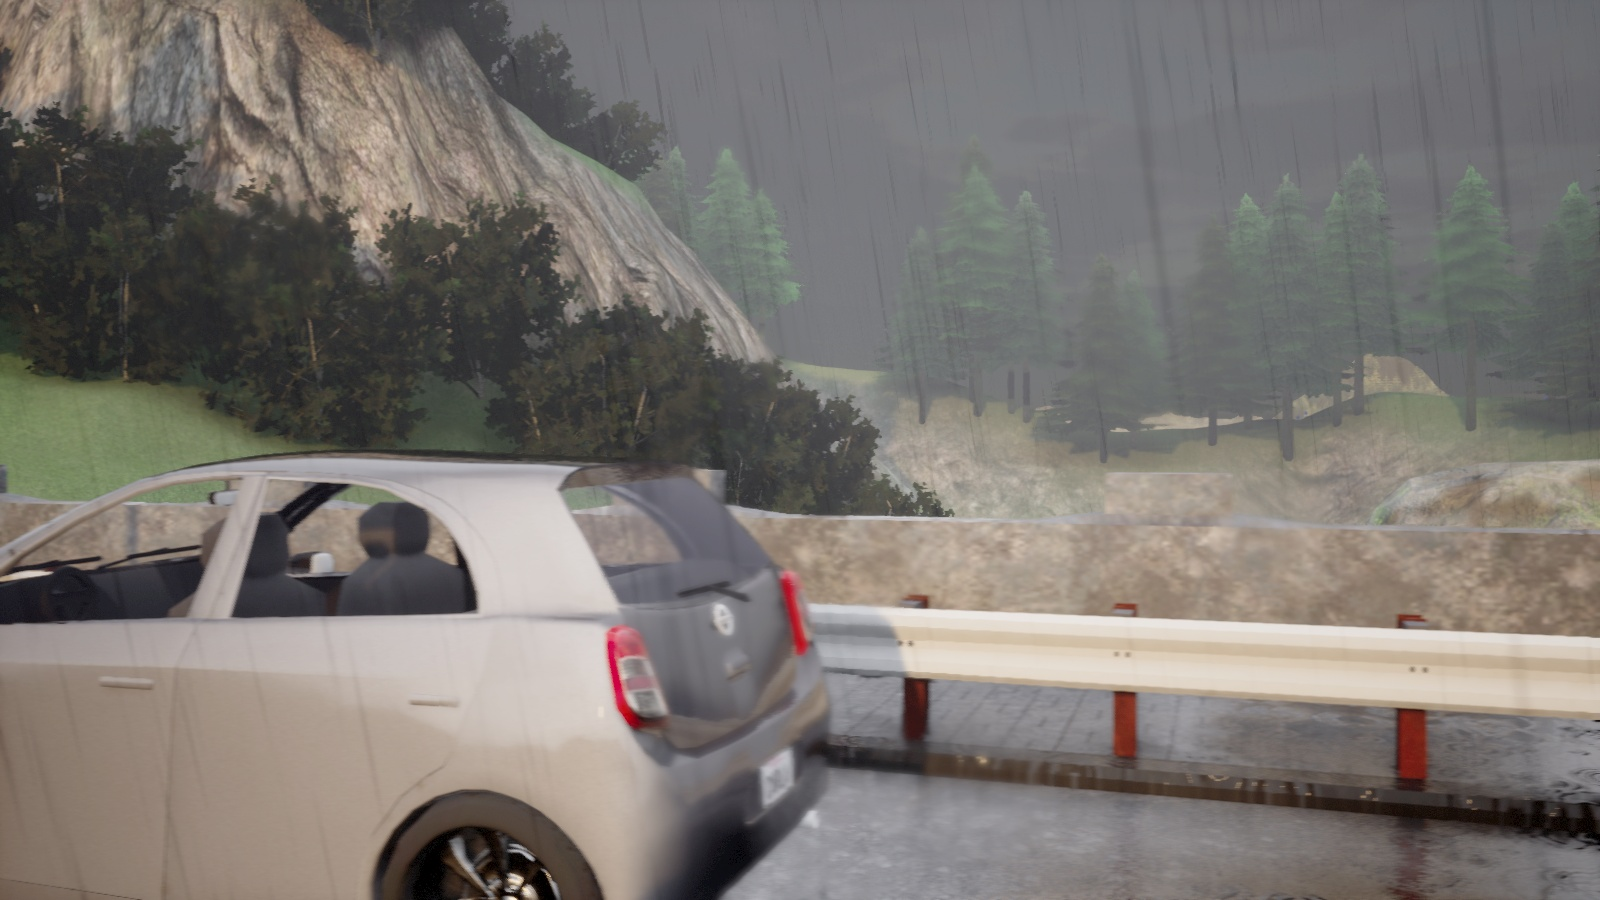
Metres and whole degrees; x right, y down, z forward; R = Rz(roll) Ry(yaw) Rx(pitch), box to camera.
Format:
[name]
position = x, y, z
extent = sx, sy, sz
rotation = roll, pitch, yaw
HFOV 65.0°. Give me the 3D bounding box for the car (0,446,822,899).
[car]
position = -1.938, 0.763, 4.375
extent = 3.633, 1.501, 1.845
rotation = 1, 1, 19
